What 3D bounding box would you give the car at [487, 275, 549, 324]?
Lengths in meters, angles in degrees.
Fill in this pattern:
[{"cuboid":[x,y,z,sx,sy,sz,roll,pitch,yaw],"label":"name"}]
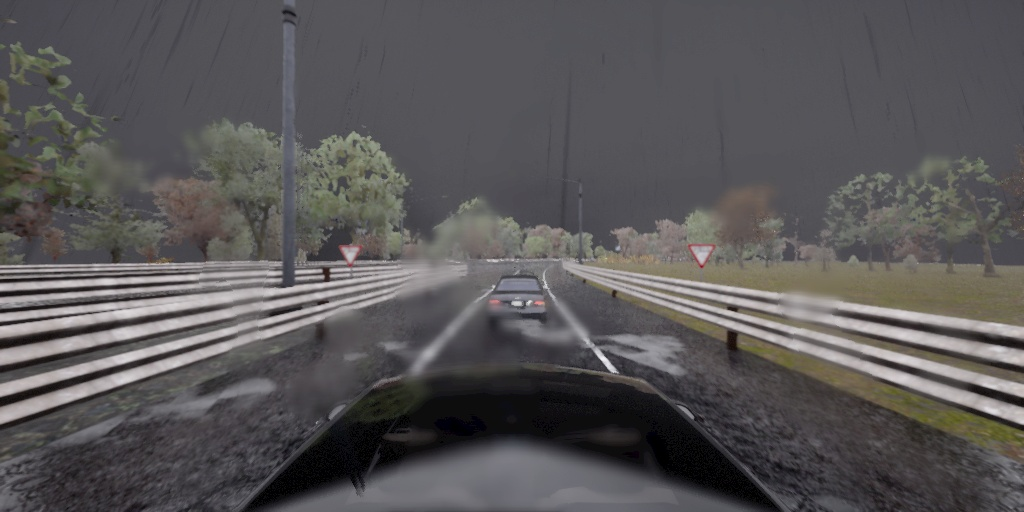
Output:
[{"cuboid":[0.240,1.338,12.149,2.033,1.411,5.357,0,0,2],"label":"car"}]
